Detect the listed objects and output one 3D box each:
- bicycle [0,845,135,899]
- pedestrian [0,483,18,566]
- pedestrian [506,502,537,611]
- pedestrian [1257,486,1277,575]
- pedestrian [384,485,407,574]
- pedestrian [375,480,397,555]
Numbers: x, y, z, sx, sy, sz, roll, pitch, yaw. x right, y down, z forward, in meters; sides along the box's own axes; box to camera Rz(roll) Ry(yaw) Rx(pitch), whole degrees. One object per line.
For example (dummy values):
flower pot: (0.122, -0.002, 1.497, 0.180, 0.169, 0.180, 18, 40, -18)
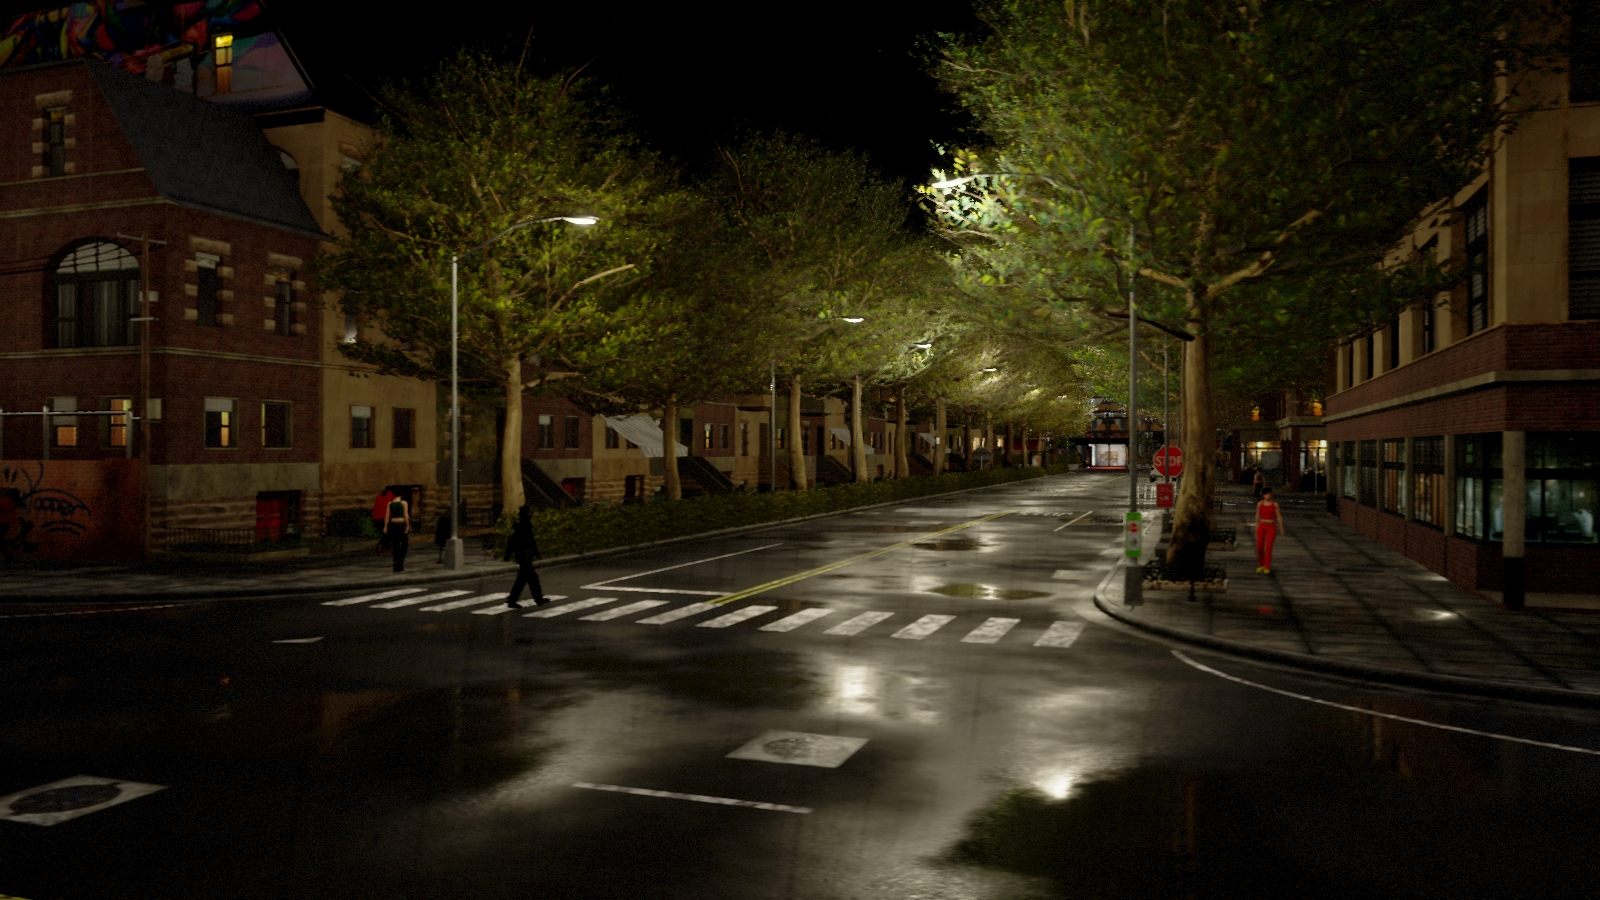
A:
bicycle: (-3.499, 2.206, 4.592, 1.835, 1.171, 0.329, 0, 0, 20)
pedestrian: (-17.985, 1.677, 25.823, 0.375, 1.860, 0.375, 0, 0, 16)
pedestrian: (-4.834, 1.840, 19.849, 0.375, 1.860, 0.375, 0, 0, 23)
pedestrian: (9.918, 1.696, 24.250, 0.375, 1.860, 0.375, 0, 0, 26)
pedestrian: (-8.597, 1.684, 24.298, 0.375, 1.860, 0.375, 0, 0, -3)
pedestrian: (-10.397, 1.682, 28.684, 0.375, 1.860, 0.375, 0, 0, 18)
